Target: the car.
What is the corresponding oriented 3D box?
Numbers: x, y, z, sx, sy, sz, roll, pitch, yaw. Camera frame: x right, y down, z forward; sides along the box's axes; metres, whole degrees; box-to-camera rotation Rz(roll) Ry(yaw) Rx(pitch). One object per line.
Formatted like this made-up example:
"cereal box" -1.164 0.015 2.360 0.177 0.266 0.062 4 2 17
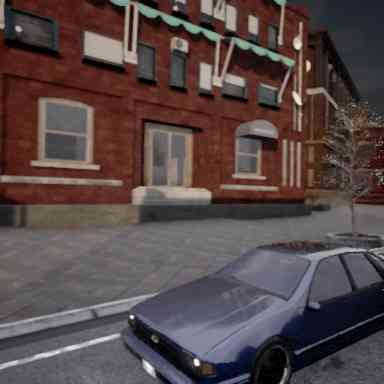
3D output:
"car" 1.693 1.544 5.202 5.357 1.411 2.033 0 0 -36
